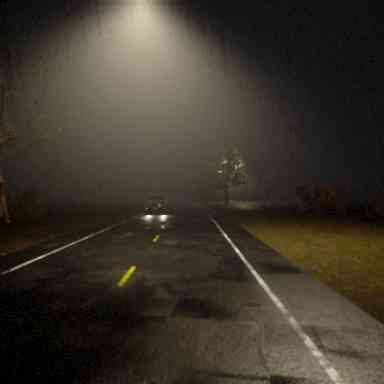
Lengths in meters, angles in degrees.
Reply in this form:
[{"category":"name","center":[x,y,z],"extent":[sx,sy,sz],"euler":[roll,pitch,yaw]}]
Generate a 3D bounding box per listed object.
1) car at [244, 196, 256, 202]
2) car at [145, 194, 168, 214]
[{"category":"car","center":[15.560,1.777,86.328],"extent":[4.181,1.385,1.994],"euler":[0,1,-3]},{"category":"car","center":[-3.798,1.286,36.542],"extent":[2.150,2.045,5.566],"euler":[0,0,-1]}]
